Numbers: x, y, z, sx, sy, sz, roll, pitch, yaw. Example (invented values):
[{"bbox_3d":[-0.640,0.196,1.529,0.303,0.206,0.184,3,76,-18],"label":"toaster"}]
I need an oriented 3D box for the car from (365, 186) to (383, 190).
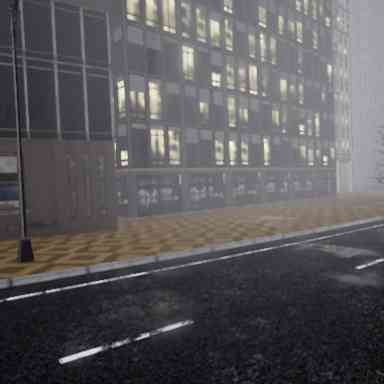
[{"bbox_3d":[37.718,-0.992,68.255,1.802,1.307,4.206,-3,2,-40],"label":"car"}]

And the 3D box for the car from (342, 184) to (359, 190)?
[{"bbox_3d":[34.092,-1.043,72.631,1.947,1.339,4.313,-3,2,-40],"label":"car"}]
